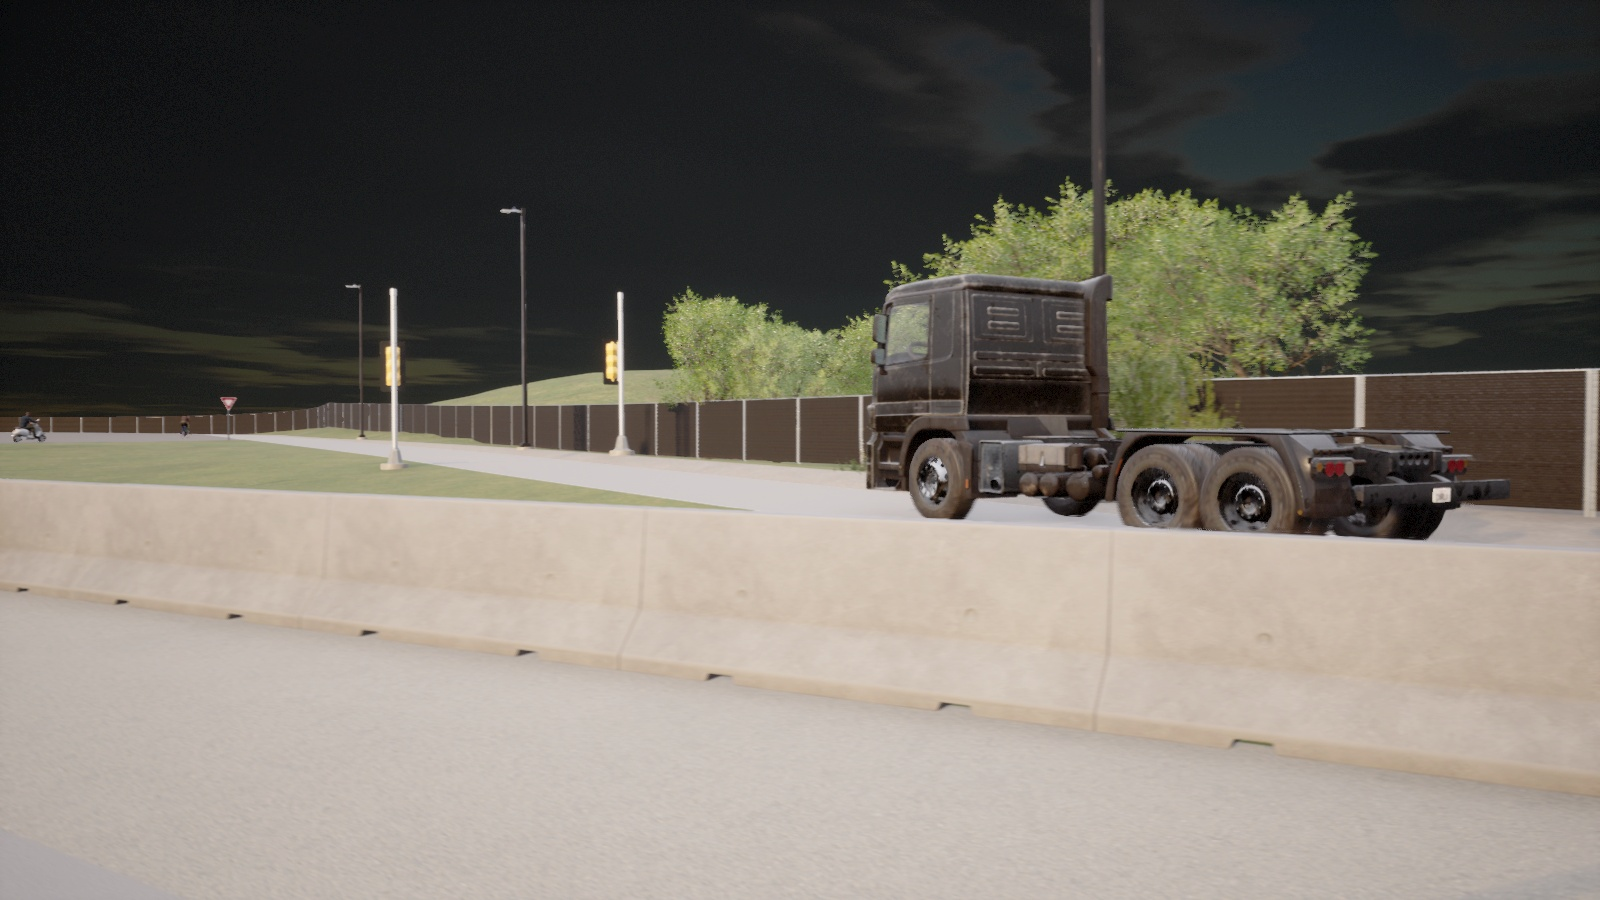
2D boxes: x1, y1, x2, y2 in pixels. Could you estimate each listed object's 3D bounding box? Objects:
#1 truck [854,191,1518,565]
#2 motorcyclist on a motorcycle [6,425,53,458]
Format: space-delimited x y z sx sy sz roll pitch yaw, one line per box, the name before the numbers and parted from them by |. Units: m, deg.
truck | 4.171 -0.763 15.745 2.891 3.462 7.936 -2 2 -33
motorcyclist on a motorcycle | -39.253 -0.439 64.000 0.866 1.590 1.817 -1 1 23
